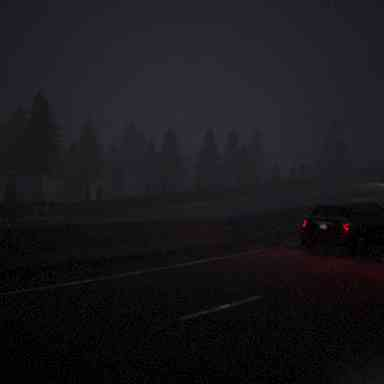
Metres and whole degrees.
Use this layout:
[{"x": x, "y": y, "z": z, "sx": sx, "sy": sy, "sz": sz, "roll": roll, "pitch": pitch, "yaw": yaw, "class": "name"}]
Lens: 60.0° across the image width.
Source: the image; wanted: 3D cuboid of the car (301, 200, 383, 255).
[{"x": 6.179, "y": 1.095, "z": 12.467, "sx": 4.553, "sy": 1.767, "sz": 2.097, "roll": -3, "pitch": 2, "yaw": -35, "class": "car"}]

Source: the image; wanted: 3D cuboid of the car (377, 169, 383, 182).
[{"x": 27.011, "y": -2.589, "z": 44.467, "sx": 5.566, "sy": 2.045, "sz": 2.150, "roll": -8, "pitch": 5, "yaw": -35, "class": "car"}]
